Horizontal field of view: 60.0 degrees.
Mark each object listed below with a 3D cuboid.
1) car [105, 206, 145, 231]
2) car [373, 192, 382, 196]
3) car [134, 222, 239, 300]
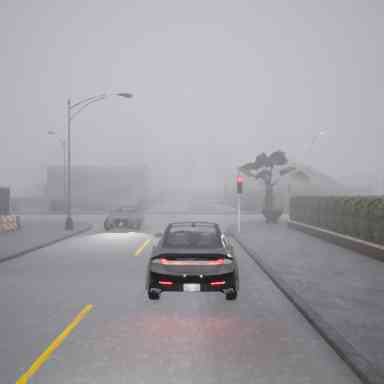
[{"bbox_3d":[-3.974,1.562,20.340,1.994,1.385,4.181,0,0,-2],"label":"car"},{"bbox_3d":[38.006,0.968,67.772,1.905,1.878,3.866,0,0,0],"label":"car"},{"bbox_3d":[0.036,1.491,8.356,2.128,1.511,4.902,0,0,1],"label":"car"}]
